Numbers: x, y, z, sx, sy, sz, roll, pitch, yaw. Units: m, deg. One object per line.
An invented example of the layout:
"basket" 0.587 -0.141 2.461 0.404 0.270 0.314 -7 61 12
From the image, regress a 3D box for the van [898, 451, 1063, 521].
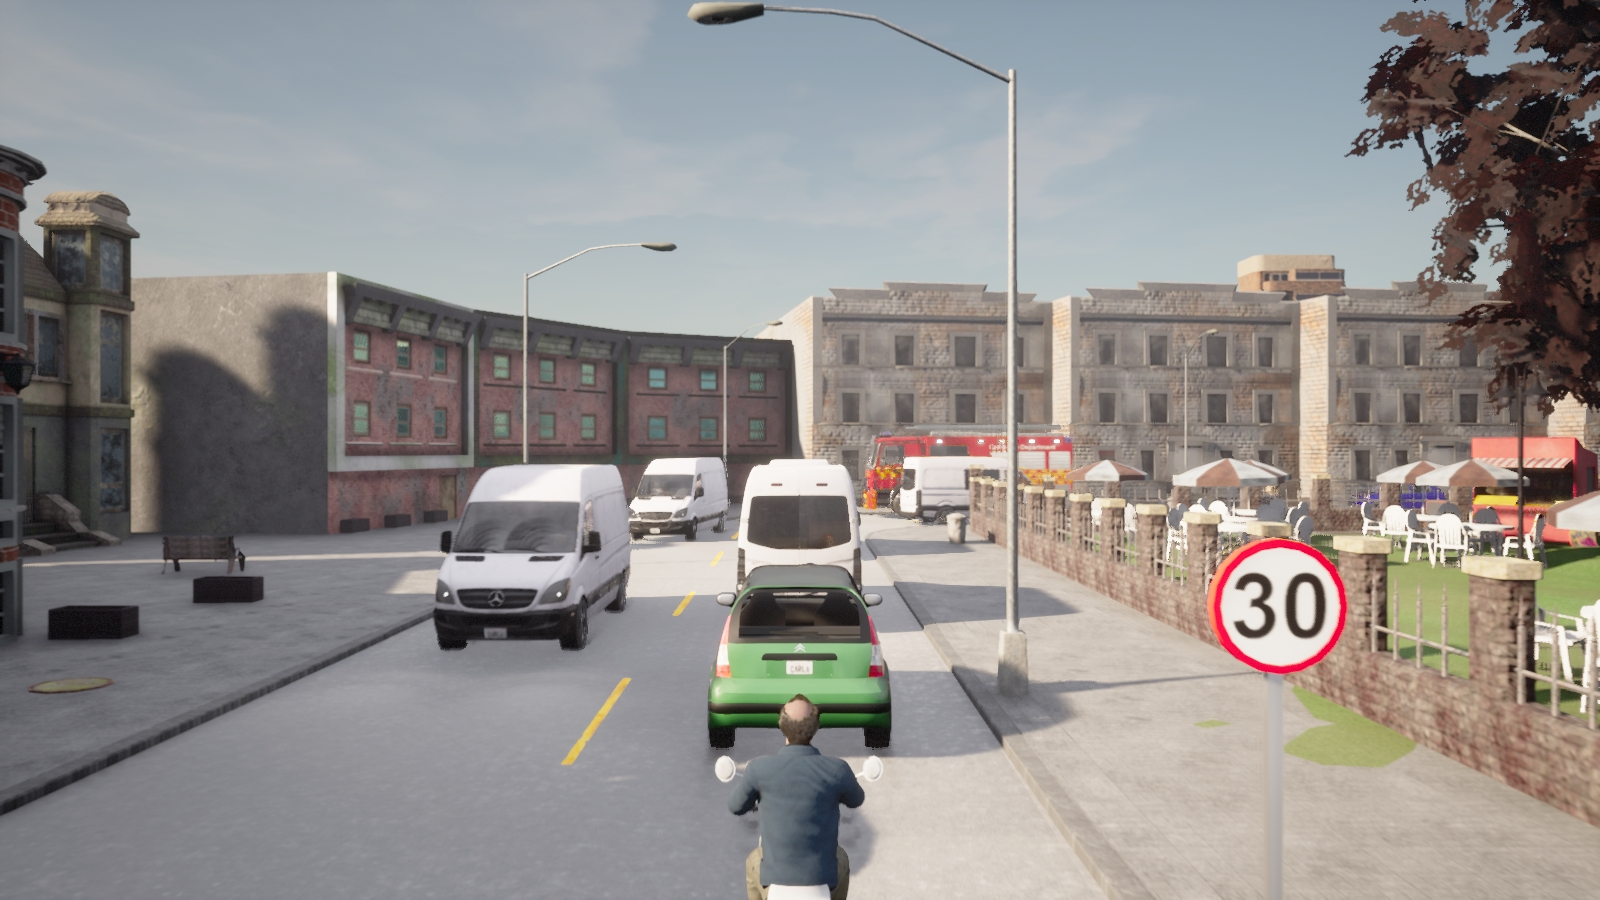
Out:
"van" 6.866 1.316 43.596 5.915 2.561 1.988 0 -1 -14

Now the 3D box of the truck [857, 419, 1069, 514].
"truck" 6.684 0.673 47.853 8.468 3.827 2.891 0 0 0

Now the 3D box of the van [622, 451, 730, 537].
"van" -3.882 1.316 37.013 1.988 2.561 5.915 0 0 9

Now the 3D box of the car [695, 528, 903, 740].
"car" -0.008 1.780 12.187 1.851 1.617 3.988 0 0 0

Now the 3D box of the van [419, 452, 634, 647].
"van" -4.025 1.315 17.977 1.988 2.561 5.915 0 0 0

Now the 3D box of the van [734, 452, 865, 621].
"van" -0.014 1.315 20.278 1.988 2.561 5.915 0 0 0

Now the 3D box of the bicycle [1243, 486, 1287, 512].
"bicycle" 19.375 2.037 47.656 1.487 1.080 0.859 0 0 0

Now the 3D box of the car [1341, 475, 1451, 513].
"car" 24.812 1.819 47.651 3.633 1.501 1.845 0 0 0

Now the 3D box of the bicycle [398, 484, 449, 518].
"bicycle" -14.395 1.941 43.671 1.835 1.271 0.329 0 0 0

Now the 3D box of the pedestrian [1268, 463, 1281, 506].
"pedestrian" 20.933 1.524 50.394 0.375 1.860 0.375 0 0 -6
